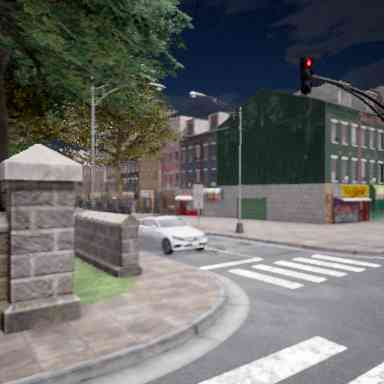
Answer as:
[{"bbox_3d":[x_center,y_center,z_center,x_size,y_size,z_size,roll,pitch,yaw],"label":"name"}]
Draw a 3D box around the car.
[{"bbox_3d":[-1.210,1.822,15.142,1.812,1.442,4.674,0,-1,-36],"label":"car"}]
